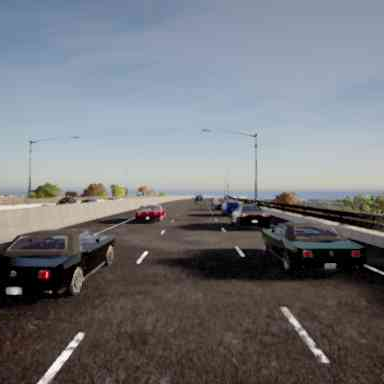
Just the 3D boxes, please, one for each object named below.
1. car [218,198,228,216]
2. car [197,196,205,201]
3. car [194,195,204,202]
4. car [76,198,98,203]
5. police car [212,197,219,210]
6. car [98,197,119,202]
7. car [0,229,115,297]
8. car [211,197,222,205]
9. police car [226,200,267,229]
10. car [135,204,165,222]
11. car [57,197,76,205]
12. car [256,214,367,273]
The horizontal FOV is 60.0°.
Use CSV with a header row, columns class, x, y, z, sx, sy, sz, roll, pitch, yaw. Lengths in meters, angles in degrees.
class,x,y,z,sx,sy,sz,roll,pitch,yaw
car,3.822,1.565,32.503,1.812,1.442,4.674,0,0,1
car,2.465,1.698,91.988,1.895,1.301,4.718,0,0,3
car,1.646,1.408,75.128,2.097,1.767,4.553,0,0,3
car,-16.671,1.663,54.226,1.994,1.385,4.181,0,0,2
police car,4.069,1.578,43.423,2.038,1.542,4.974,0,0,1
car,-13.167,1.579,54.369,1.882,1.535,5.008,0,0,2
car,-3.368,1.598,8.556,1.895,1.301,4.718,0,0,0
car,4.770,1.702,65.257,2.033,1.411,5.357,0,0,2
police car,3.645,1.518,21.583,2.038,1.542,4.974,0,0,1
car,-3.179,1.620,26.333,1.895,1.301,4.718,0,0,1
car,-20.182,1.600,53.938,1.837,1.490,4.892,0,0,2
car,3.537,1.601,10.689,1.895,1.301,4.718,0,0,0
